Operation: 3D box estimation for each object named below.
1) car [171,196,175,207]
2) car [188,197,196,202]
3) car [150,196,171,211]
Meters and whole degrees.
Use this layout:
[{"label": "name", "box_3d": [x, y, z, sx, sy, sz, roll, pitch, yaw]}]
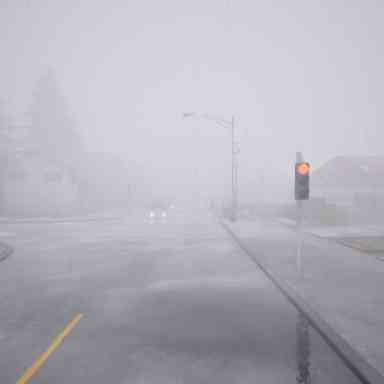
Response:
[{"label": "car", "box_3d": [-4.049, 1.526, 50.785, 1.812, 1.442, 4.674, 0, 0, 0]}, {"label": "car", "box_3d": [0.072, 1.814, 77.383, 1.895, 1.301, 4.718, 0, 0, 0]}, {"label": "car", "box_3d": [-4.062, 1.505, 41.574, 1.837, 1.490, 4.892, 0, 0, 0]}]
